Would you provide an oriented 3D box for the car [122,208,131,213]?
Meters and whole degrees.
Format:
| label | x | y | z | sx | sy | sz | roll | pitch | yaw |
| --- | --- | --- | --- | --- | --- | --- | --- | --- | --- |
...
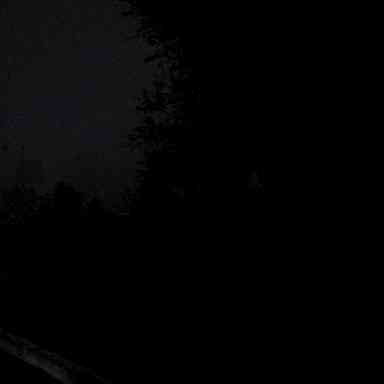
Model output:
| label | x | y | z | sx | sy | sz | roll | pitch | yaw |
| --- | --- | --- | --- | --- | --- | --- | --- | --- | --- |
| car | -11.811 | 3.411 | 65.507 | 1.812 | 1.442 | 4.674 | -4 | -3 | 32 |

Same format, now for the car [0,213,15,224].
| label | x | y | z | sx | sy | sz | roll | pitch | yaw |
| --- | --- | --- | --- | --- | --- | --- | --- | --- | --- |
| car | -20.019 | 2.540 | 32.822 | 1.812 | 1.442 | 4.674 | -4 | -2 | 33 |
